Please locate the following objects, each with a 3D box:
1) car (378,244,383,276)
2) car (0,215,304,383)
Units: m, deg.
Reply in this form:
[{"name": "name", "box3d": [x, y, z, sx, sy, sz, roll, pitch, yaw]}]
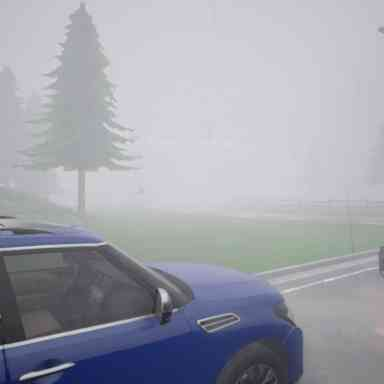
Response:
[{"name": "car", "box3d": [6.656, 1.506, 8.515, 4.892, 1.490, 1.837, 0, 0, -35]}, {"name": "car", "box3d": [-1.505, 1.222, 2.673, 5.566, 2.045, 2.150, 0, 0, -35]}]
